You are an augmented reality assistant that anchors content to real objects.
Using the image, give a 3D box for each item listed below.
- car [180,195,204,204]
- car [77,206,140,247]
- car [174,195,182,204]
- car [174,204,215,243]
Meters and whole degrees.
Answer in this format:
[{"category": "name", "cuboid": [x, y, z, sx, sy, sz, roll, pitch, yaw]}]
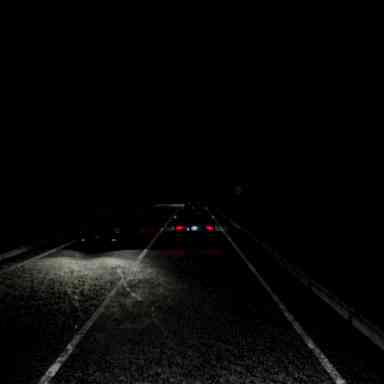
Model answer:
[{"category": "car", "cuboid": [0.200, 1.375, 35.940, 2.128, 1.511, 4.902, 0, 0, 1]}, {"category": "car", "cuboid": [-3.594, 1.434, 15.061, 1.882, 1.535, 5.008, 0, 0, 0]}, {"category": "car", "cuboid": [-1.880, 1.285, 56.482, 1.882, 1.535, 5.008, 0, 0, 7]}, {"category": "car", "cuboid": [0.104, 1.501, 15.879, 2.033, 1.411, 5.357, 0, 0, 0]}]
